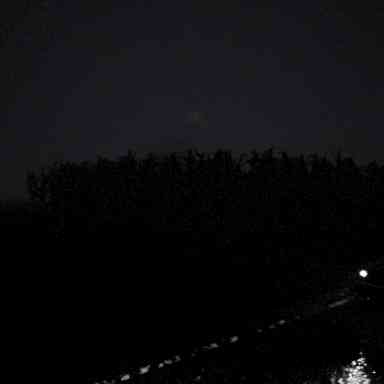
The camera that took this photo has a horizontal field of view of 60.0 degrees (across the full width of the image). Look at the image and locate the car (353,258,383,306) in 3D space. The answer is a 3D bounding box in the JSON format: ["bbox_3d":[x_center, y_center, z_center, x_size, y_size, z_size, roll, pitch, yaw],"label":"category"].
[{"bbox_3d":[5.385,1.623,6.911,4.718,1.301,1.895,0,0,-36],"label":"car"}]
